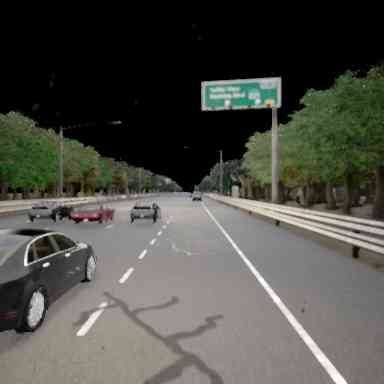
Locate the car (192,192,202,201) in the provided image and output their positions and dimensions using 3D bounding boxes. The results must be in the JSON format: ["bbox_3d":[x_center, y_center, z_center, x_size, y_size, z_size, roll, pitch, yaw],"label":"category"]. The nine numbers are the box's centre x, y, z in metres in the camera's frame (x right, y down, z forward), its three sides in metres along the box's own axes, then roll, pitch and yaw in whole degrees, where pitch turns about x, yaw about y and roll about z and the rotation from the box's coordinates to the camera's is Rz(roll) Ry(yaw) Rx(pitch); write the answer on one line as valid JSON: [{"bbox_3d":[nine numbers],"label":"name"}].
[{"bbox_3d":[1.151,1.028,80.316,2.150,2.045,5.566,0,0,0],"label":"car"}]

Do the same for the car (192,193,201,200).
[{"bbox_3d":[1.165,1.146,86.248,2.097,1.767,4.553,0,0,0],"label":"car"}]

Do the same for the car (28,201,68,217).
[{"bbox_3d":[-10.378,1.428,24.889,2.128,1.511,4.902,0,0,0],"label":"car"}]

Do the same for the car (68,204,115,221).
[{"bbox_3d":[-6.877,1.540,23.778,1.895,1.301,4.718,0,0,0],"label":"car"}]

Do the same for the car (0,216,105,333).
[{"bbox_3d":[-3.398,1.489,6.714,1.837,1.490,4.892,0,0,0],"label":"car"}]

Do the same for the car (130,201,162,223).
[{"bbox_3d":[-3.376,1.428,24.949,2.128,1.511,4.902,0,0,0],"label":"car"}]

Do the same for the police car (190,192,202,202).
[{"bbox_3d":[1.134,1.249,70.408,1.930,1.638,5.238,0,0,0],"label":"police car"}]
